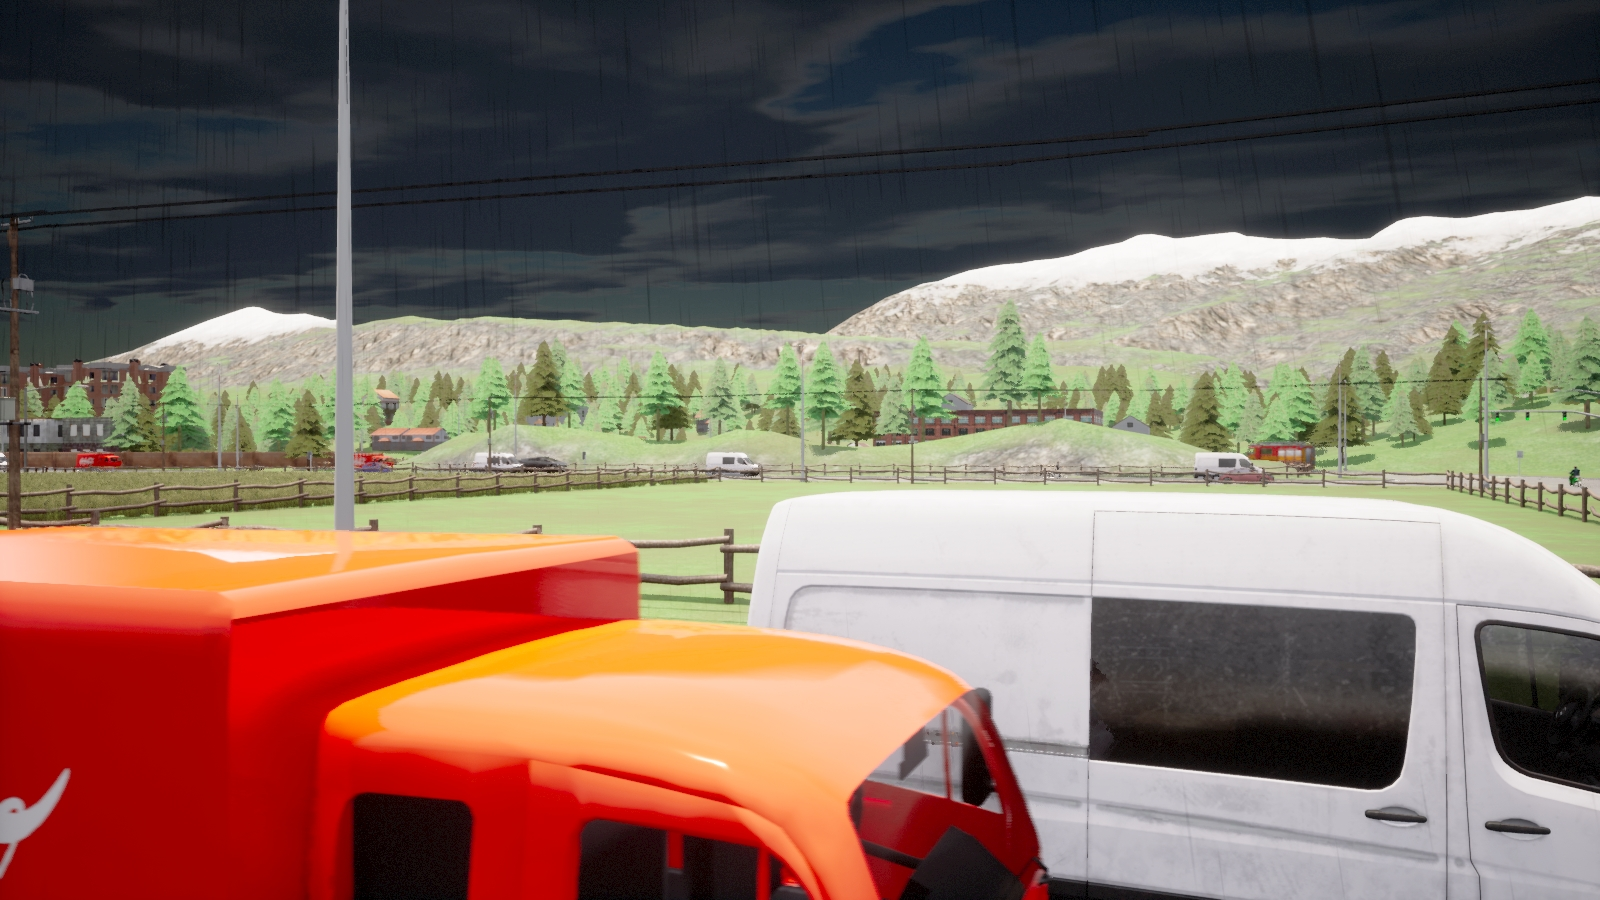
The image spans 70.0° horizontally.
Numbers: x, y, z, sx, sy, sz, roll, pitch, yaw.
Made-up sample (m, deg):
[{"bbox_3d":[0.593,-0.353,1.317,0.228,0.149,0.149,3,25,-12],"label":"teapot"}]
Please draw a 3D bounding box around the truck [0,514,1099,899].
[{"bbox_3d":[-1.767,1.573,4.070,5.204,2.467,2.627,0,0,21],"label":"truck"}]

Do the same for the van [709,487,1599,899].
[{"bbox_3d":[2.633,1.535,6.060,5.915,2.561,1.988,0,0,20],"label":"van"}]

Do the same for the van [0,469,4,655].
[{"bbox_3d":[-14.144,1.546,15.890,5.915,2.561,1.988,0,0,20],"label":"van"}]
